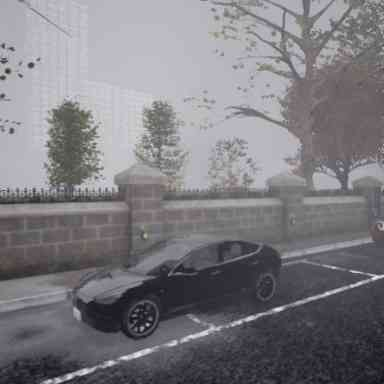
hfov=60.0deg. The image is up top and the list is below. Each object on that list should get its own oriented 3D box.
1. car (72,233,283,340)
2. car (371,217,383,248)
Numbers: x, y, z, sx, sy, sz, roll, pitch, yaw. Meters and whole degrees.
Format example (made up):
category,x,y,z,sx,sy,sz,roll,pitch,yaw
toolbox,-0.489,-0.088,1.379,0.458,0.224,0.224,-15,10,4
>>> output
category,x,y,z,sx,sy,sz,roll,pitch,yaw
car,-0.048,1.542,6.532,4.313,1.339,1.947,0,0,-36
car,9.108,1.220,13.083,5.009,1.841,2.192,0,0,-36
